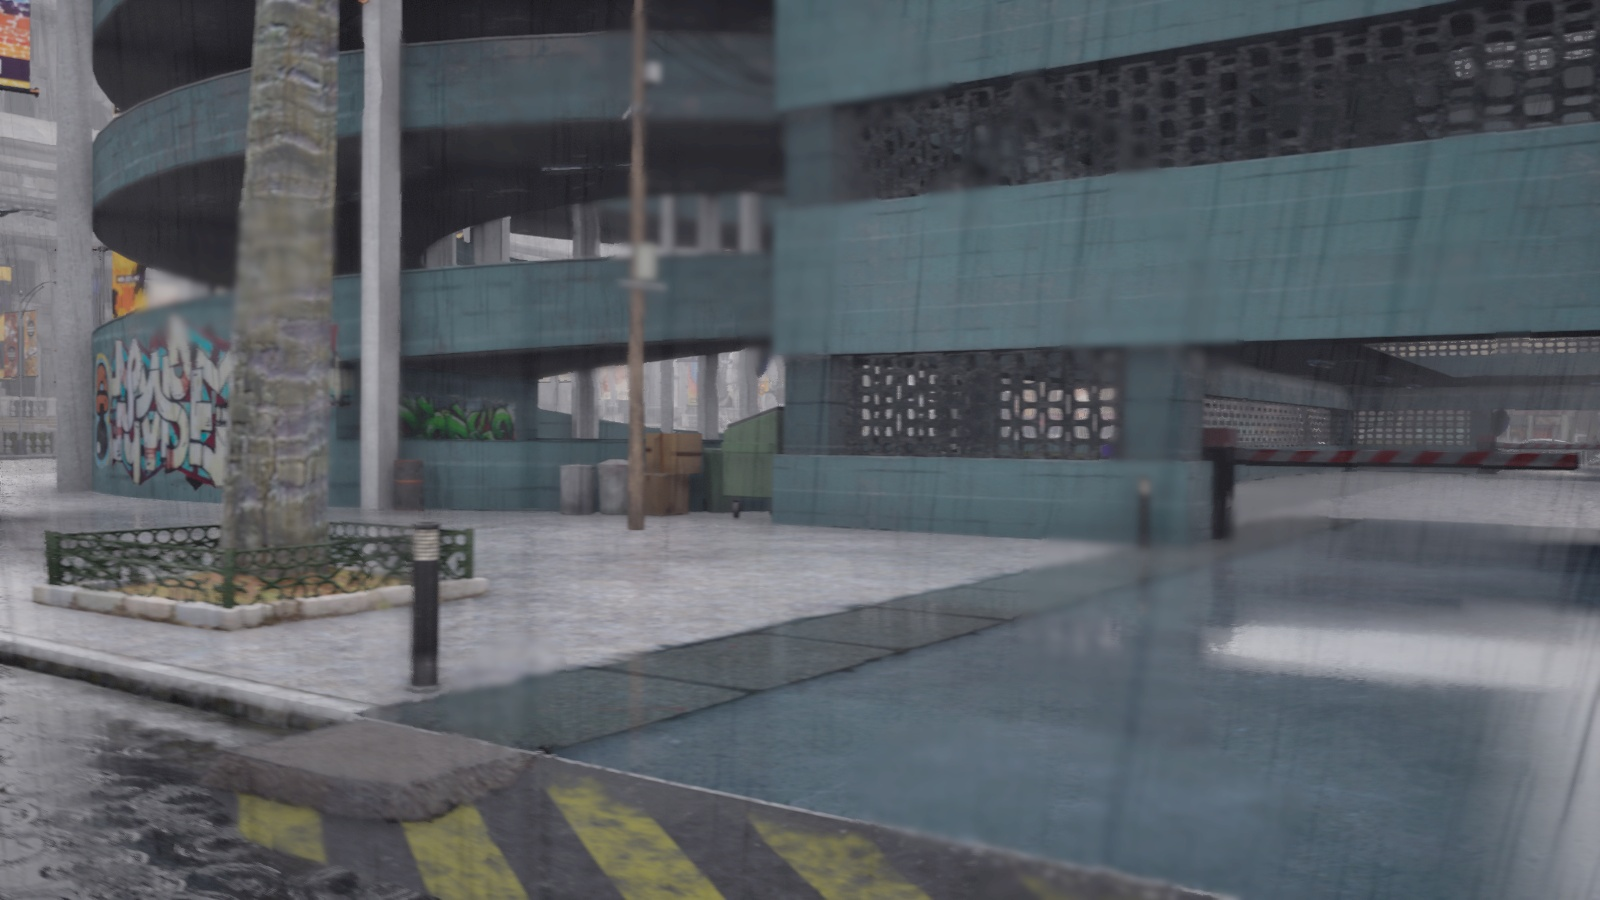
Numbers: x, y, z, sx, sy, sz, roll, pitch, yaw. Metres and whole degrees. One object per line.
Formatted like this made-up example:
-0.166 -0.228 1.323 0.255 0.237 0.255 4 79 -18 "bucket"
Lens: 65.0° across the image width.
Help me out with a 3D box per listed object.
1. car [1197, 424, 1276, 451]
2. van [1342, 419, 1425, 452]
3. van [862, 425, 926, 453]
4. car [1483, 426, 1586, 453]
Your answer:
28.913 -0.807 83.187 4.553 1.767 2.097 0 1 34 "car"
36.338 -0.913 78.264 4.442 1.987 1.775 0 1 34 "van"
6.848 -0.826 91.492 4.442 1.987 1.775 0 1 12 "van"
41.339 -0.603 70.713 4.892 1.490 1.837 0 1 34 "car"
